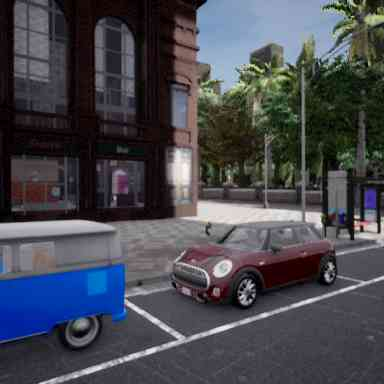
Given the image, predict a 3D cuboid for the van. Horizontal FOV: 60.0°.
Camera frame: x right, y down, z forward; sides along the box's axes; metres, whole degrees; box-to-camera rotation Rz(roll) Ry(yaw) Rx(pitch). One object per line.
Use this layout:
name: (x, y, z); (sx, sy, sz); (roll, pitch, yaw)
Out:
van: (-2.910, 1.341, 4.579); (3.998, 1.788, 1.690); (0, 0, -35)

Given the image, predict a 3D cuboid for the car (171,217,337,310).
car: (1.508, 1.431, 7.729); (4.097, 1.590, 1.967); (0, 0, -35)
